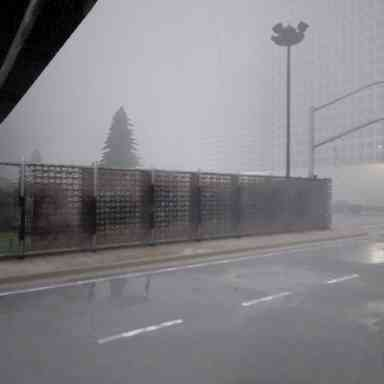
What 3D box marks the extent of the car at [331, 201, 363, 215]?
[{"bbox_3d":[16.654,1.750,37.810,1.882,1.535,5.008,1,-1,-35],"label":"car"}]
